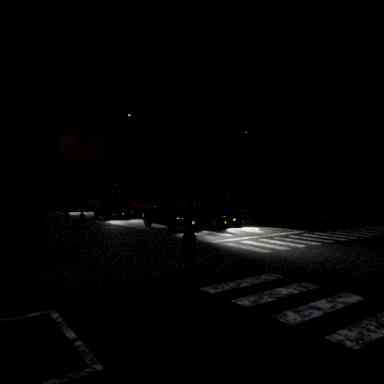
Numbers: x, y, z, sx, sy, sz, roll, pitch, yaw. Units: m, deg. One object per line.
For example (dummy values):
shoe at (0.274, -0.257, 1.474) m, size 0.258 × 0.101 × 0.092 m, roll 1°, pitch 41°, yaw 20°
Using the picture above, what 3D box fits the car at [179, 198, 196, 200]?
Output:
car at (-0.696, 1.422, 36.826) m, size 1.882 × 1.535 × 5.008 m, roll 0°, pitch 0°, yaw -36°

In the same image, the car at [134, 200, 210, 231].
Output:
car at (-1.376, 1.469, 20.730) m, size 2.128 × 1.511 × 4.902 m, roll 0°, pitch 0°, yaw -36°

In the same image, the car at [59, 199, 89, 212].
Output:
car at (-13.547, 1.493, 37.683) m, size 2.033 × 1.411 × 5.357 m, roll 0°, pitch 0°, yaw -36°

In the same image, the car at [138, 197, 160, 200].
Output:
car at (-3.511, 1.313, 29.272) m, size 2.097 × 1.767 × 4.553 m, roll 0°, pitch 0°, yaw -36°

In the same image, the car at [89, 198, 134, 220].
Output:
car at (-6.869, 1.468, 28.376) m, size 1.837 × 1.490 × 4.892 m, roll 0°, pitch 0°, yaw -36°

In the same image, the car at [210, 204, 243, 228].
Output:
car at (1.476, 1.538, 22.328) m, size 1.994 × 1.385 × 4.181 m, roll 0°, pitch 0°, yaw -36°

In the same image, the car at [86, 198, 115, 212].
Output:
car at (-10.892, 1.468, 39.573) m, size 1.812 × 1.442 × 4.674 m, roll 0°, pitch 0°, yaw -36°
